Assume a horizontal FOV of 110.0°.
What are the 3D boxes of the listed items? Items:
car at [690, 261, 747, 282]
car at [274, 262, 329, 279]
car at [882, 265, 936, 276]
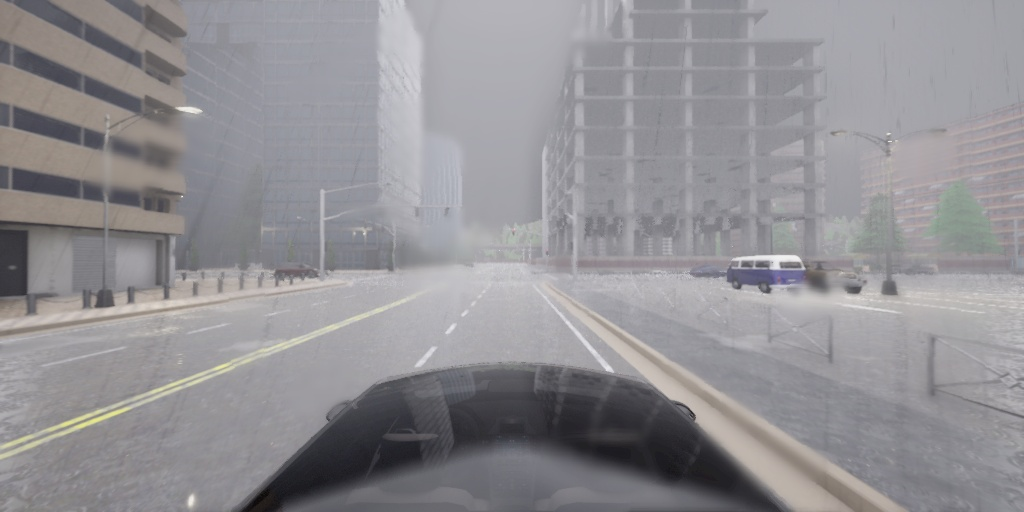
[{"bbox_3d":[20.190,1.545,35.588,4.674,1.442,1.812,1,-1,0],"label":"car"},{"bbox_3d":[-20.473,1.349,35.026,4.553,1.767,2.097,0,-1,0],"label":"car"},{"bbox_3d":[47.507,1.721,42.671,4.181,1.385,1.994,0,-1,0],"label":"car"}]
